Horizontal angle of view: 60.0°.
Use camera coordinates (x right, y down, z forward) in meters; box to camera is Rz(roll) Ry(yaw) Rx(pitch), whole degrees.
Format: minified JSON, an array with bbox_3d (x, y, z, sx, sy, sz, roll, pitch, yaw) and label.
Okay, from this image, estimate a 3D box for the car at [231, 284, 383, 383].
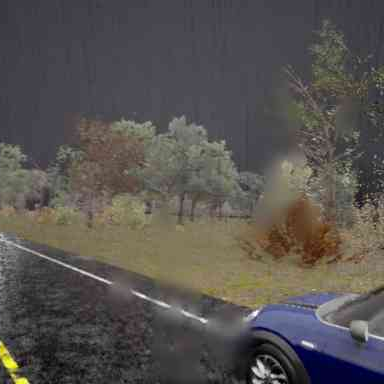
[{"bbox_3d":[2.550,1.619,3.340,2.097,1.767,4.553,4,-4,-40],"label":"car"}]
